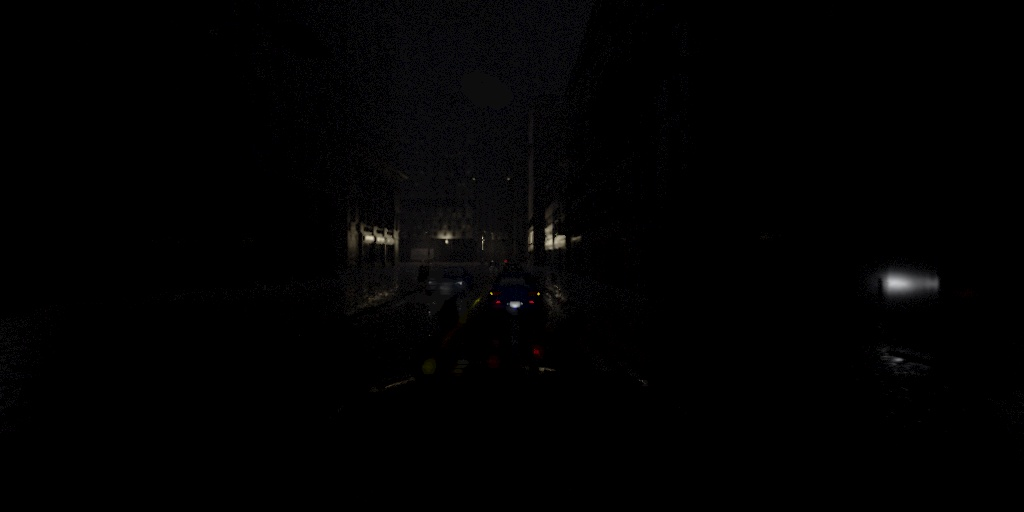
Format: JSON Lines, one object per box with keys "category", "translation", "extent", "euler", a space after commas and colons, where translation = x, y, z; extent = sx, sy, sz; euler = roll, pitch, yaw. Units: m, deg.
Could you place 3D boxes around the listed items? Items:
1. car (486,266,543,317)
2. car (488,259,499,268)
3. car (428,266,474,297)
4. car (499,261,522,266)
{"category": "car", "translation": [0.089, 1.265, 12.946], "extent": [1.812, 1.442, 4.674], "euler": [0, 0, 0]}
{"category": "car", "translation": [-3.076, 1.186, 61.015], "extent": [2.128, 1.511, 4.902], "euler": [0, 0, 1]}
{"category": "car", "translation": [-3.110, 1.260, 19.036], "extent": [1.812, 1.442, 4.674], "euler": [0, 0, 0]}
{"category": "car", "translation": [0.081, 1.210, 35.494], "extent": [2.128, 1.511, 4.902], "euler": [0, 0, 0]}
